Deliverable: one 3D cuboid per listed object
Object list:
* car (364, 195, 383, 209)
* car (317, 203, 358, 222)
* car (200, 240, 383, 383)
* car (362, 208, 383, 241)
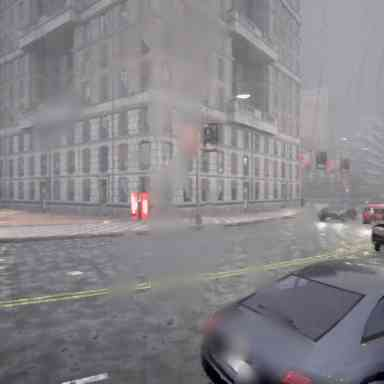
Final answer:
[{"bbox_3d":[13.696,1.222,23.359,2.150,2.045,5.566,0,0,40],"label":"car"},{"bbox_3d":[11.639,1.543,26.340,2.033,1.411,5.357,0,0,39],"label":"car"},{"bbox_3d":[2.197,1.563,4.013,4.181,1.385,1.994,0,0,-28],"label":"car"},{"bbox_3d":[8.572,1.488,12.690,4.902,1.511,2.128,0,0,-41],"label":"car"}]
